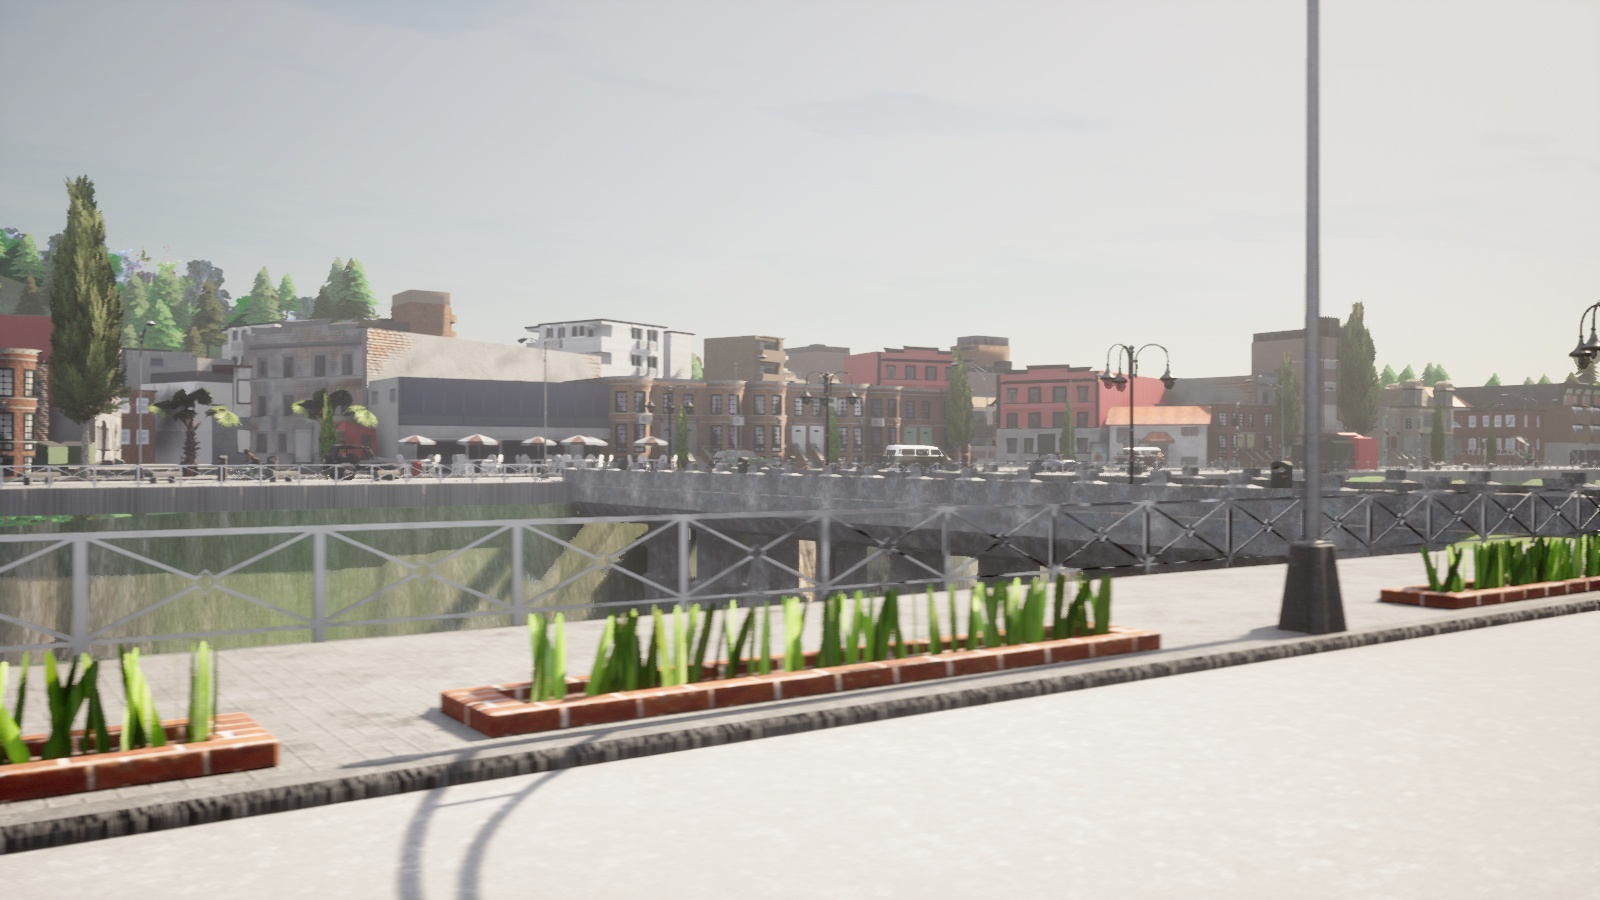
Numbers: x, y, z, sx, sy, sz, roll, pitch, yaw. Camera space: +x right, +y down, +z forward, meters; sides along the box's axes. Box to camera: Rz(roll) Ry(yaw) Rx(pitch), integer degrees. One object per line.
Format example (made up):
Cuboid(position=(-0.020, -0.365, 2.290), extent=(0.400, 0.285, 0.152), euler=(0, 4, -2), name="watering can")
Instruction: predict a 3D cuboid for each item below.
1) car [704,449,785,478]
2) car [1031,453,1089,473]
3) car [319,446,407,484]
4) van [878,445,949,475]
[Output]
Cuboid(position=(-3.383, 0.799, 77.067), extent=(4.553, 1.767, 2.097), euler=(0, 0, -35), name="car")
Cuboid(position=(19.211, 0.945, 92.803), extent=(4.193, 1.474, 1.816), euler=(0, 0, -35), name="car")
Cuboid(position=(-22.246, 0.744, 63.930), extent=(3.866, 1.878, 1.905), euler=(0, 0, -35), name="car")
Cuboid(position=(7.664, 0.660, 84.761), extent=(4.480, 2.038, 2.069), euler=(0, 0, -35), name="van")
